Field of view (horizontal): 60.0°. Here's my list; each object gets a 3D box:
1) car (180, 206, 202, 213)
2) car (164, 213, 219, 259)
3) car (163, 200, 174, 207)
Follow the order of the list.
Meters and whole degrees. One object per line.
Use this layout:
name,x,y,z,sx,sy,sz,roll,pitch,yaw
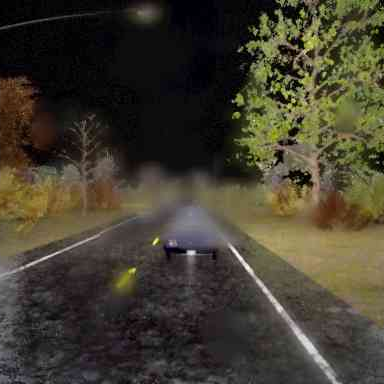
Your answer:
car,-0.075,1.870,28.467,1.994,1.385,4.181,0,-1,0
car,-0.007,1.744,13.243,1.895,1.301,4.718,0,-1,0
car,-4.665,2.234,65.897,1.994,1.385,4.181,0,-1,-6
